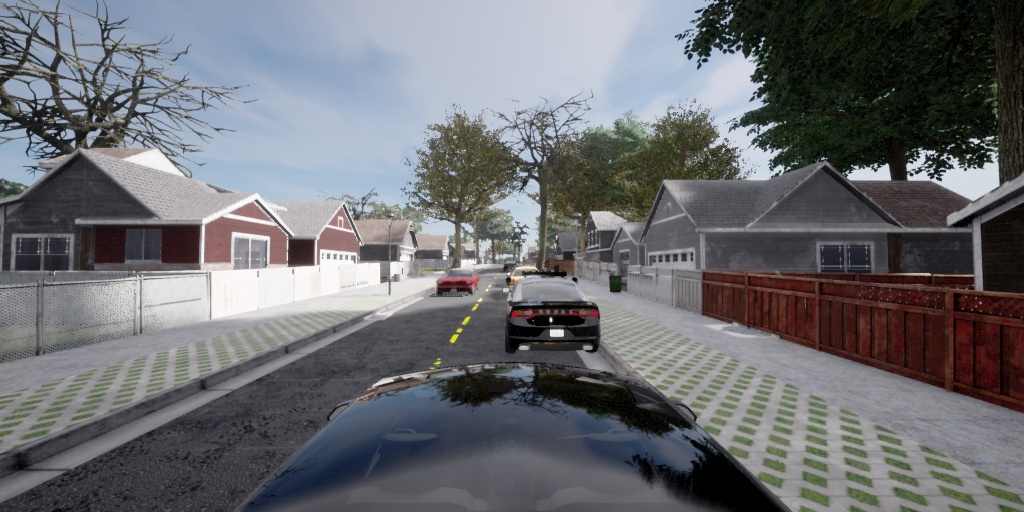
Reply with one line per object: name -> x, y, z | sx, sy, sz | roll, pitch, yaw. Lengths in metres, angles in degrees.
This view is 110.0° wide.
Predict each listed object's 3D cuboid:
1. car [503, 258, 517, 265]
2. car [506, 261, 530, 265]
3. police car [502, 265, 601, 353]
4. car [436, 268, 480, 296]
car -> -0.202, 1.345, 49.559 | 1.882, 1.535, 5.008 | 0, 0, 0
car -> 0.737, 1.221, 19.098 | 1.801, 1.575, 5.366 | 0, 0, 0
police car -> 0.791, 1.181, 9.011 | 1.930, 1.638, 5.238 | 0, 0, 0
car -> -2.842, 1.367, 19.611 | 1.895, 1.301, 4.718 | 0, 0, 0
